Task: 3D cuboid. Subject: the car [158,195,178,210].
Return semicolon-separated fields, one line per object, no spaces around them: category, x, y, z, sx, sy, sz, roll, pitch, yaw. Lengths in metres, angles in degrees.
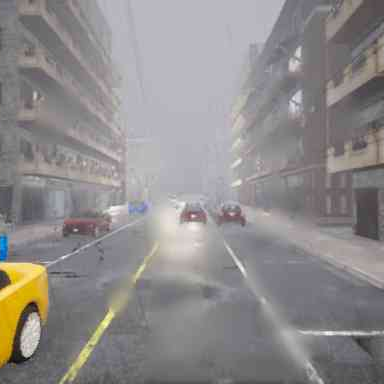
car;-3.097;1.434;46.630;2.150;2.045;5.566;0;-1;0

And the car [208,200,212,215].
car;2.659;1.701;29.759;1.947;1.339;4.313;1;0;0

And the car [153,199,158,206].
car;-5.787;1.812;58.178;2.008;1.369;4.403;1;0;0

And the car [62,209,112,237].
car;-5.684;1.630;18.487;1.887;1.381;4.507;1;0;0

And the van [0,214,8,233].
van;-5.677;1.375;7.146;1.690;1.788;3.998;1;0;0

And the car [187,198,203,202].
car;0.086;1.789;41.658;1.895;1.301;4.718;0;0;0

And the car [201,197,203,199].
car;2.651;1.817;52.441;1.802;1.307;4.206;1;0;0

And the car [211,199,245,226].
car;2.662;1.550;24.088;1.967;1.590;4.097;1;0;0

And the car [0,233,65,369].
car;-3.103;1.493;3.049;1.882;1.535;5.008;0;0;0

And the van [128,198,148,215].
van;-5.687;1.503;35.500;1.690;1.788;3.998;1;0;0

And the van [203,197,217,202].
van;2.659;1.527;41.100;1.690;1.788;3.998;1;0;0

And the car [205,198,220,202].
car;2.658;1.687;35.599;1.752;1.417;4.829;1;0;0

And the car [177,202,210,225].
car;0.092;1.680;25.306;1.994;1.385;4.181;0;0;0
